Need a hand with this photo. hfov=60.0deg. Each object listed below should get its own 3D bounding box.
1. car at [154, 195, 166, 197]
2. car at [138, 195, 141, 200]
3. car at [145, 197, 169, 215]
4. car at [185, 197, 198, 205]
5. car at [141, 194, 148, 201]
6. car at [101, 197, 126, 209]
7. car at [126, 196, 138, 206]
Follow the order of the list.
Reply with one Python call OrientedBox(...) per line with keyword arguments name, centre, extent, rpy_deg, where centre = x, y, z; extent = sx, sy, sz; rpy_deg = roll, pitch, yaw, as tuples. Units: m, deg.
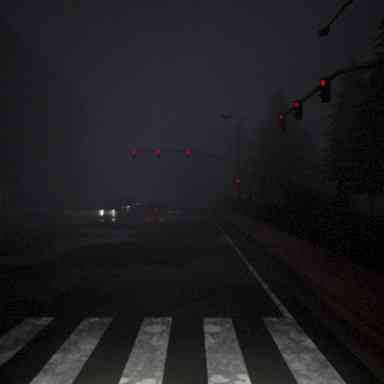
OrientedBox(name="car", centre=(-7.036, 1.484, 73.783), extent=(1.837, 1.490, 4.892), rpy_deg=(0, 0, -26))
OrientedBox(name="car", centre=(-12.311, 1.463, 68.068), extent=(1.882, 1.535, 5.008), rpy_deg=(0, 0, -19))
OrientedBox(name="car", centre=(-3.435, 1.518, 34.212), extent=(1.812, 1.442, 4.674), rpy_deg=(0, 0, 0))
OrientedBox(name="car", centre=(-0.043, 1.552, 56.444), extent=(1.994, 1.385, 4.181), rpy_deg=(0, 0, -2))
OrientedBox(name="car", centre=(-12.347, 1.359, 82.601), extent=(2.128, 1.511, 4.902), rpy_deg=(0, 0, -41))
OrientedBox(name="car", centre=(-10.622, 1.591, 44.226), extent=(1.895, 1.301, 4.718), rpy_deg=(0, 0, 0))
OrientedBox(name="car", centre=(-10.701, 1.535, 54.446), extent=(2.033, 1.411, 5.357), rpy_deg=(0, 0, -1))
